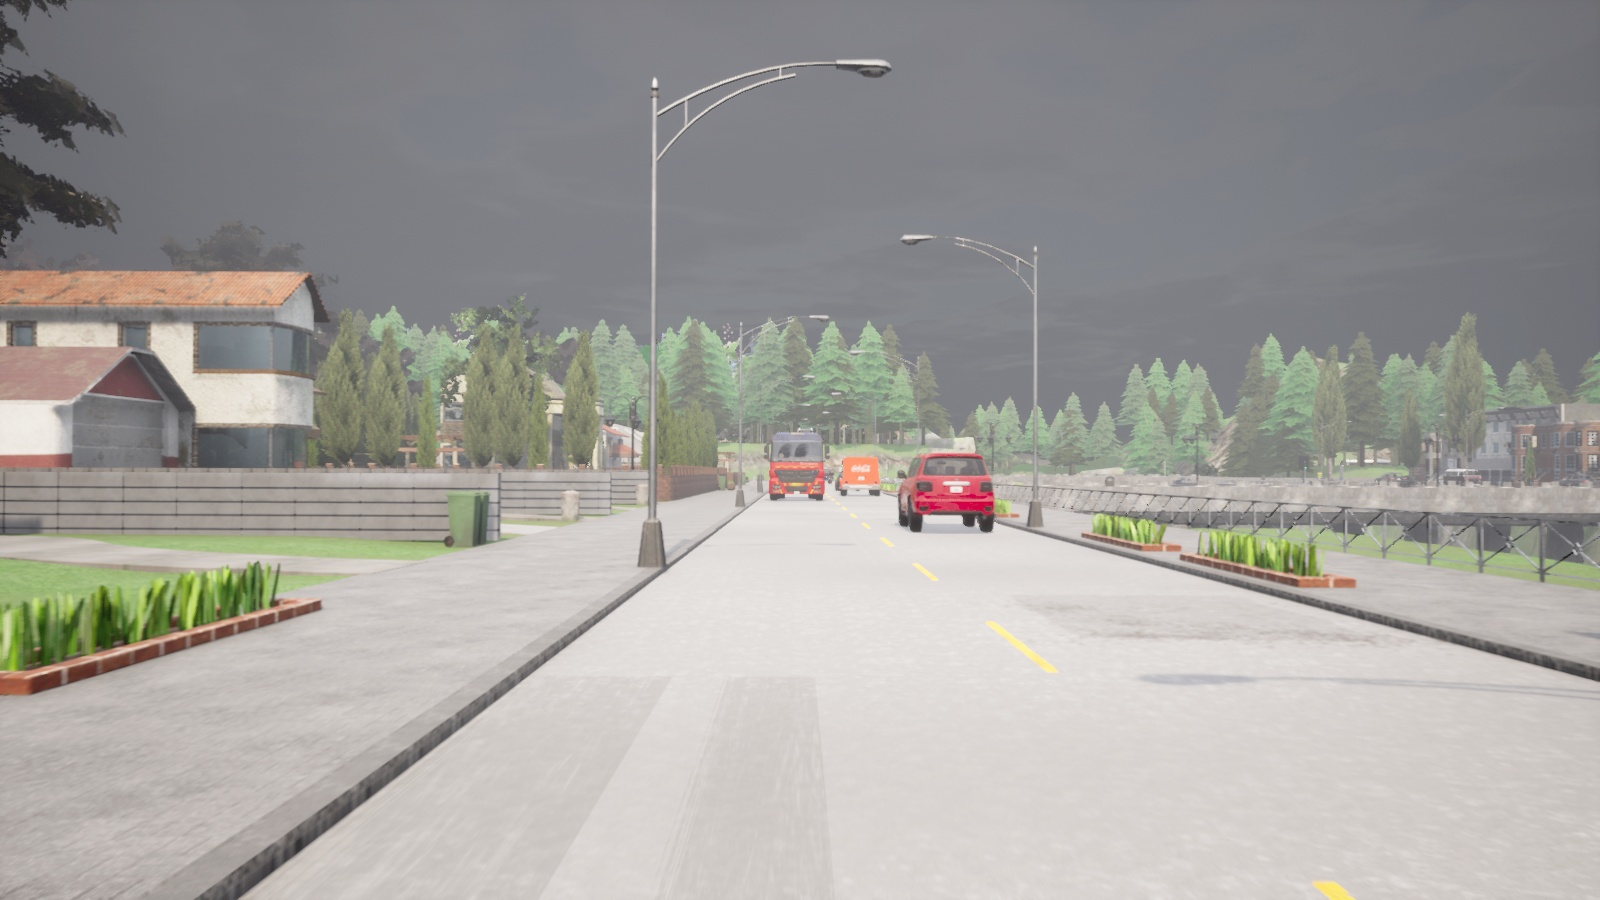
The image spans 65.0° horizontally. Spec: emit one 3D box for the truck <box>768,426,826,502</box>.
[{"bbox_3d":[-0.165,0.788,67.957,2.891,3.827,8.468,0,-1,0],"label":"truck"}]

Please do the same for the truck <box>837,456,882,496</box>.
[{"bbox_3d":[3.808,1.666,80.837,2.627,2.467,5.204,0,-1,0],"label":"truck"}]

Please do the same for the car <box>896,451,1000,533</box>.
[{"bbox_3d":[3.919,1.091,34.259,2.150,2.045,5.566,0,-1,0],"label":"car"}]
